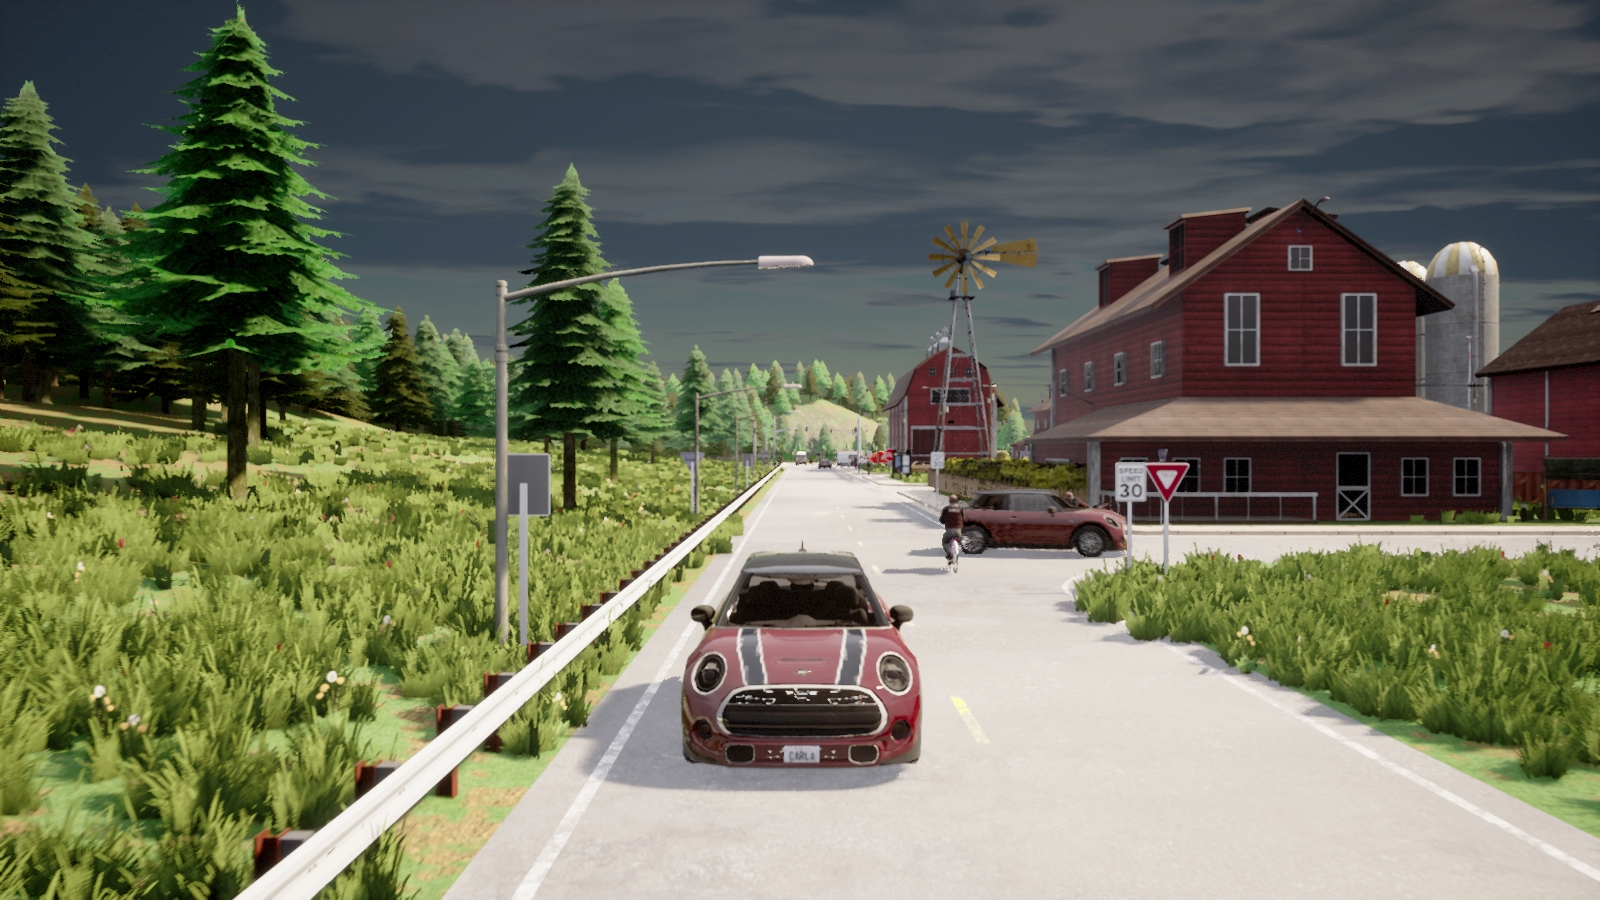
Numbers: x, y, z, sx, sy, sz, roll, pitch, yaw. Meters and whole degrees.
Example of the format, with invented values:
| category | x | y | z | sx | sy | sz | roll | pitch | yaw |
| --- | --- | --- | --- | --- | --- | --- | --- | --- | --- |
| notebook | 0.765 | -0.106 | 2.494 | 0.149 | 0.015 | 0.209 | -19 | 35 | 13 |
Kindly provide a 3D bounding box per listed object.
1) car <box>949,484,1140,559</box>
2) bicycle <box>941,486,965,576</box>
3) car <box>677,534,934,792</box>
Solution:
| category | x | y | z | sx | sy | sz | roll | pitch | yaw |
| --- | --- | --- | --- | --- | --- | --- | --- | --- | --- |
| car | 6.379 | 1.815 | 29.813 | 4.553 | 1.767 | 2.097 | -1 | 0 | 22 |
| bicycle | 3.508 | 1.820 | 26.245 | 0.329 | 1.919 | 1.835 | 0 | 0 | 0 |
| car | 0.053 | 1.909 | 11.617 | 2.097 | 1.767 | 4.553 | 0 | 0 | 0 |
